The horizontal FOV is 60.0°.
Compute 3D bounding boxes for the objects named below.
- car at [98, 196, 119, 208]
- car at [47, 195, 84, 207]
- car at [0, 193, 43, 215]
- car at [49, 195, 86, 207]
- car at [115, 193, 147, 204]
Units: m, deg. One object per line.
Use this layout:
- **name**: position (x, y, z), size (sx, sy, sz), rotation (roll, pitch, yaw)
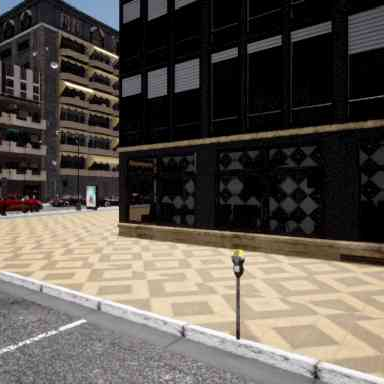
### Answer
- **car**: position (-9.237, 1.072, 37.874), size (1.947, 1.339, 4.313), rotation (1, 2, 35)
- **car**: position (-16.133, 1.074, 42.636), size (1.802, 1.307, 4.206), rotation (1, 2, 35)
- **car**: position (-15.608, 1.029, 28.786), size (2.192, 1.841, 5.009), rotation (1, 2, 35)
- **car**: position (-14.666, 1.082, 40.247), size (1.994, 1.385, 4.181), rotation (0, 1, 35)
- **car**: position (-8.863, 0.854, 48.492), size (1.812, 1.442, 4.674), rotation (0, 1, 35)
